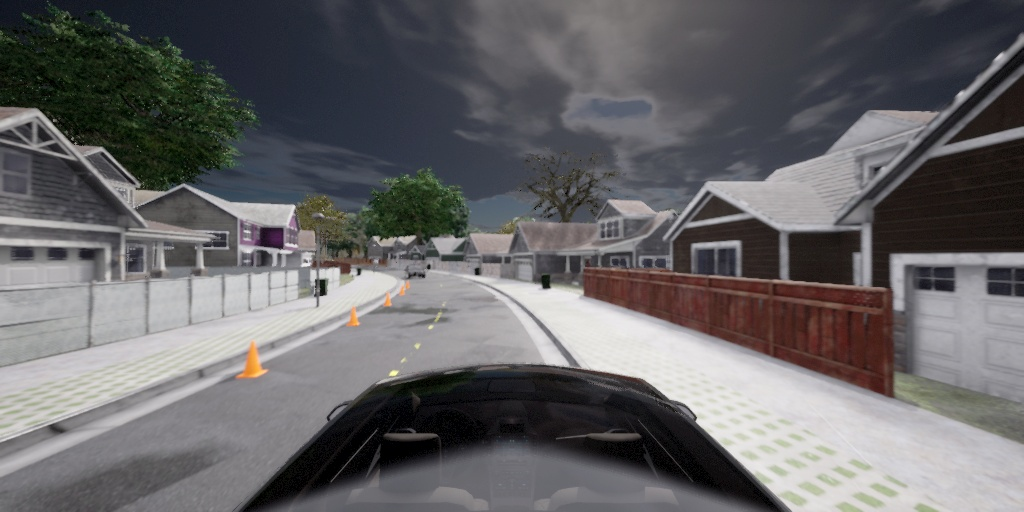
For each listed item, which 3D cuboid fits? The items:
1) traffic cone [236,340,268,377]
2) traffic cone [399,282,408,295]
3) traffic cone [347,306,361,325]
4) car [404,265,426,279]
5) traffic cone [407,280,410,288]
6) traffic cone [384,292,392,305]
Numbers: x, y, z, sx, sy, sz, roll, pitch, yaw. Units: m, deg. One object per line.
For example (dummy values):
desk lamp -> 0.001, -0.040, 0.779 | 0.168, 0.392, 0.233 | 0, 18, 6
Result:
traffic cone -> -4.548, 1.782, 6.289 | 0.340, 0.580, 0.340 | 0, 0, -3
traffic cone -> -6.373, 1.948, 20.815 | 0.340, 0.580, 0.340 | 0, 0, -11
traffic cone -> -4.929, 1.839, 11.158 | 0.340, 0.580, 0.340 | 0, 0, -6
car -> -10.862, 1.724, 39.850 | 1.837, 1.490, 4.892 | 0, -1, -23
traffic cone -> -7.433, 2.003, 25.582 | 0.340, 0.580, 0.340 | 0, 0, -14
traffic cone -> -5.538, 1.893, 16.003 | 0.340, 0.580, 0.340 | 0, 0, -9
